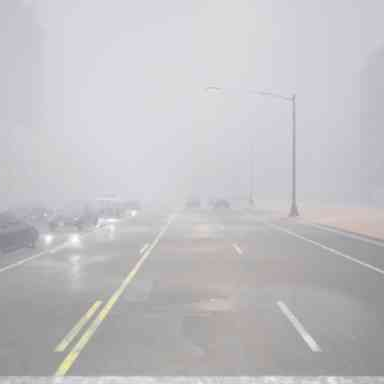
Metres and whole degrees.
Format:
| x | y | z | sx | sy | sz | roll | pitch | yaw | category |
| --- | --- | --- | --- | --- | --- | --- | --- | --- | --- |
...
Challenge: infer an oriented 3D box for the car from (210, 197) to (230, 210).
| x | y | z | sx | sy | sz | roll | pitch | yaw | category |
| --- | --- | --- | --- | --- | --- | --- | --- | --- | --- |
| 3.557 | 1.366 | 40.895 | 1.837 | 1.490 | 4.892 | 0 | 0 | 0 | car |

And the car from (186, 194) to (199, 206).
| x | y | z | sx | sy | sz | roll | pitch | yaw | category |
| --- | --- | --- | --- | --- | --- | --- | --- | --- | --- |
| 0.075 | 1.174 | 52.355 | 2.097 | 1.767 | 4.553 | 0 | 0 | 0 | car |

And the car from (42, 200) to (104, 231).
| x | y | z | sx | sy | sz | roll | pitch | yaw | category |
| --- | --- | --- | --- | --- | --- | --- | --- | --- | --- |
| -7.059 | 1.456 | 20.353 | 1.812 | 1.442 | 4.674 | 0 | 0 | 0 | car |

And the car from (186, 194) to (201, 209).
| x | y | z | sx | sy | sz | roll | pitch | yaw | category |
| --- | --- | --- | --- | --- | --- | --- | --- | --- | --- |
| 0.158 | 1.348 | 42.177 | 2.128 | 1.511 | 4.902 | 0 | 0 | 0 | car |

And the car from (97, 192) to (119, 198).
| x | y | z | sx | sy | sz | roll | pitch | yaw | category |
| --- | --- | --- | --- | --- | --- | --- | --- | --- | --- |
| -10.487 | 1.080 | 41.651 | 2.150 | 2.045 | 5.566 | 0 | 0 | 0 | car |

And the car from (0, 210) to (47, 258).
| x | y | z | sx | sy | sz | roll | pitch | yaw | category |
| --- | --- | --- | --- | --- | --- | --- | --- | --- | --- |
| -7.076 | 1.524 | 11.609 | 1.994 | 1.385 | 4.181 | 0 | 0 | 0 | car |

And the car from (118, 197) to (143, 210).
| x | y | z | sx | sy | sz | roll | pitch | yaw | category |
| --- | --- | --- | --- | --- | --- | --- | --- | --- | --- |
| -7.010 | 1.431 | 39.081 | 1.994 | 1.385 | 4.181 | 0 | 0 | 0 | car |

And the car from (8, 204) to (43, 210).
| x | y | z | sx | sy | sz | roll | pitch | yaw | category |
| --- | --- | --- | --- | --- | --- | --- | --- | --- | --- |
| -10.558 | 1.475 | 21.221 | 2.033 | 1.411 | 5.357 | 0 | 0 | 0 | car |

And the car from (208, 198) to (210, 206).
| x | y | z | sx | sy | sz | roll | pitch | yaw | category |
| --- | --- | --- | --- | --- | --- | --- | --- | --- | --- |
| 3.572 | 1.389 | 51.314 | 1.994 | 1.385 | 4.181 | 0 | 0 | 0 | car |

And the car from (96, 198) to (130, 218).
| x | y | z | sx | sy | sz | roll | pitch | yaw | category |
| --- | --- | --- | --- | --- | --- | --- | --- | --- | --- |
| -7.047 | 1.465 | 29.104 | 1.994 | 1.385 | 4.181 | 0 | 0 | 0 | car |
